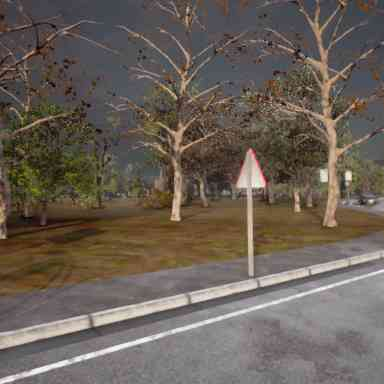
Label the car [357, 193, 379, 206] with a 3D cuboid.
[{"bbox_3d":[22.438,0.939,42.573,2.128,1.511,4.902,-1,1,18],"label":"car"}]
